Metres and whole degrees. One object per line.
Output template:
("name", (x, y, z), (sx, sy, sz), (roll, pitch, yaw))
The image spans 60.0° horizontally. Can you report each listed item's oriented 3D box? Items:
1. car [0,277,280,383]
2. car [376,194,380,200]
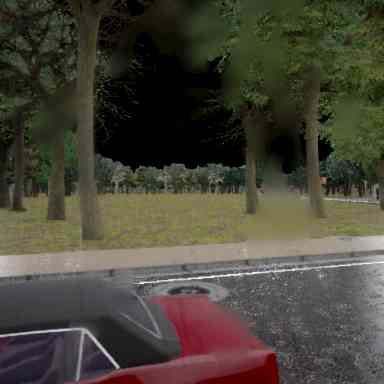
("car", (-1.725, 1.601, 3.021), (4.718, 1.301, 1.895), (0, 0, -18))
("car", (45.385, 1.256, 79.963), (1.994, 1.385, 4.181), (0, 0, 5))
